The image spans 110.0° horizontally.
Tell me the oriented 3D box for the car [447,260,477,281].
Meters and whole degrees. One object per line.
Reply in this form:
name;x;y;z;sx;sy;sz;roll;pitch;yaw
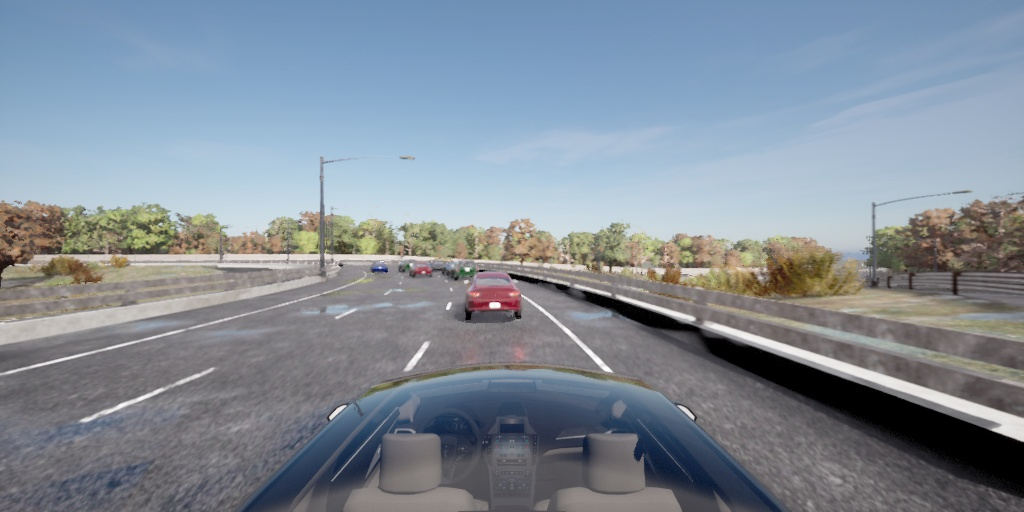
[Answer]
car;-4.119;1.143;31.081;2.097;1.767;4.553;0;0;-15

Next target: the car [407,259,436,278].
car;-8.964;1.346;35.311;1.812;1.442;4.674;0;0;-20

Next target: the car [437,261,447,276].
car;-6.368;1.355;38.393;2.033;1.411;5.357;0;0;-20

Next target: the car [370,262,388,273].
car;-17.702;1.440;47.588;1.994;1.385;4.181;0;0;-25

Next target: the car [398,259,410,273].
car;-13.577;1.204;46.996;2.097;1.767;4.553;0;0;-25

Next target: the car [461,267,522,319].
car;-0.735;1.287;12.801;1.812;1.442;4.674;0;0;-6
